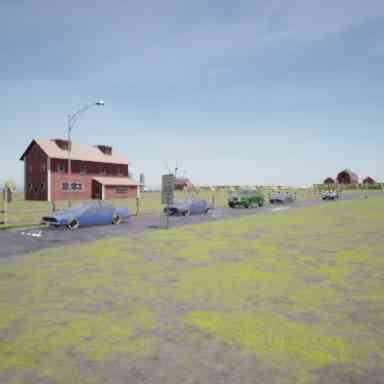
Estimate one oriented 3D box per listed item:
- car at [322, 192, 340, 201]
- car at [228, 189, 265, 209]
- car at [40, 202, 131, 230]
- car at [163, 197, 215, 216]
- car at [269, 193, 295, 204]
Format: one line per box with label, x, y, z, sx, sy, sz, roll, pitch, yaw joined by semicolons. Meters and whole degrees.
car;22.878;0.719;54.590;1.895;1.301;4.718;1;1;36
car;6.071;0.688;36.546;2.150;2.045;5.566;1;1;36
car;-6.121;1.317;19.930;2.033;1.411;5.357;1;1;38
car;-0.111;1.169;28.102;2.033;1.411;5.357;1;1;36
car;12.315;0.853;45.031;2.033;1.411;5.357;1;1;37
